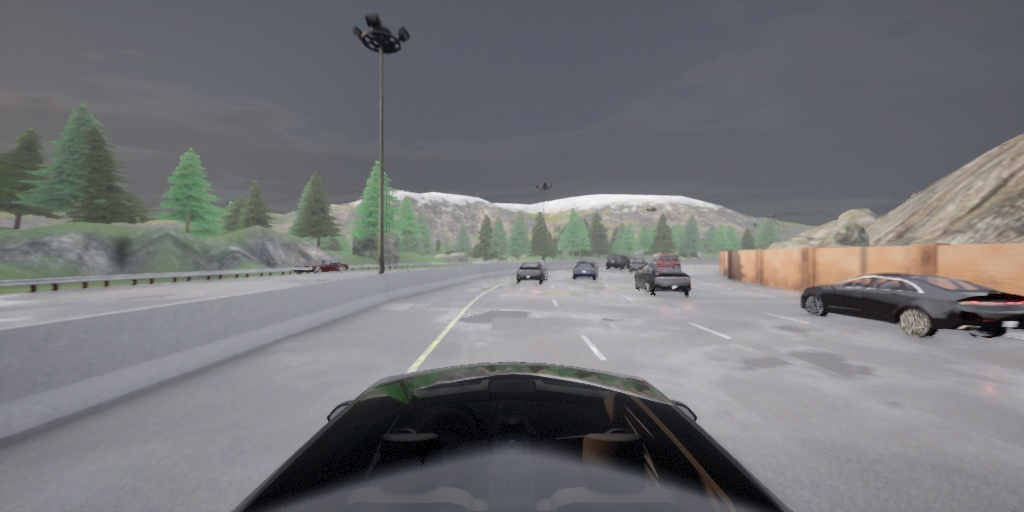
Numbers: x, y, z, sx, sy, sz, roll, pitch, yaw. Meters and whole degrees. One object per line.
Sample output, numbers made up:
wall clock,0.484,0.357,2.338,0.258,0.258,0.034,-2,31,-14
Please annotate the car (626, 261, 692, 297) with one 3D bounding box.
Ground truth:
car,7.692,1.210,18.703,2.128,1.511,4.902,0,0,7

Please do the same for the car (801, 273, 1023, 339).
car,10.618,1.232,10.054,2.128,1.511,4.902,0,0,0

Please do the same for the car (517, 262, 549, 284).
car,1.586,1.189,26.275,2.128,1.511,4.902,0,0,12

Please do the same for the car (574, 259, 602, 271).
car,10.138,1.149,47.458,2.128,1.511,4.902,0,0,31

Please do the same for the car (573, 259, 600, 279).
car,6.501,1.254,31.365,1.994,1.385,4.181,0,0,17

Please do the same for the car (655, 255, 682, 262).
car,15.002,0.912,34.356,2.150,2.045,5.566,-1,0,23

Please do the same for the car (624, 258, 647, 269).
car,15.240,1.164,42.511,2.128,1.511,4.902,0,0,30

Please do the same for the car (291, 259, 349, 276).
car,-15.767,0.887,29.749,1.895,1.301,4.718,0,0,11

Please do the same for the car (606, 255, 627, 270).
car,14.697,0.880,49.031,2.150,2.045,5.566,-1,0,35
